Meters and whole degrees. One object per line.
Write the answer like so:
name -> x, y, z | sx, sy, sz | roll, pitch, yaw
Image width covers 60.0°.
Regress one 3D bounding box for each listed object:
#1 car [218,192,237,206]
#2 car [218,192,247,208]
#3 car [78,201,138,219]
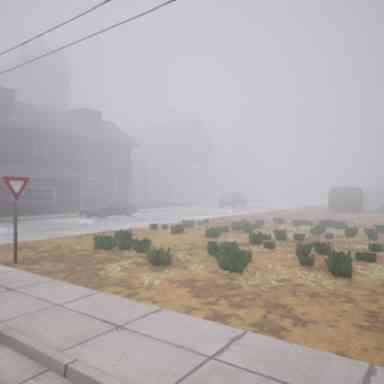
car -> 5.737, 1.080, 54.106 | 1.905, 1.878, 3.866 | 6, 1, -8
car -> 5.748, 1.166, 46.814 | 2.150, 2.045, 5.566 | 0, 0, 35
car -> -7.016, 1.489, 28.514 | 2.033, 1.411, 5.357 | 0, 0, 35
